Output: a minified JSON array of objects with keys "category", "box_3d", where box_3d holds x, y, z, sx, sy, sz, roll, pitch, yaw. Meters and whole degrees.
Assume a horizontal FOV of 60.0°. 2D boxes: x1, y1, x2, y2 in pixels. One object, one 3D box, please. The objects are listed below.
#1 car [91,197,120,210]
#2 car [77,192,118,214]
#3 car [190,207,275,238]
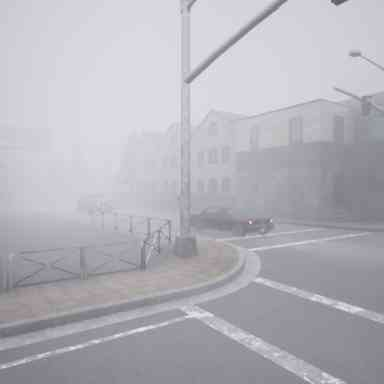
[{"category":"car","box_3d":[-10.536,1.328,40.416,1.837,1.490,4.892,0,0,-35]},{"category":"car","box_3d":[-9.694,1.044,32.855,2.150,2.045,5.566,0,0,-35]},{"category":"car","box_3d":[1.837,1.424,16.822,1.895,1.301,4.718,0,0,-38]}]
